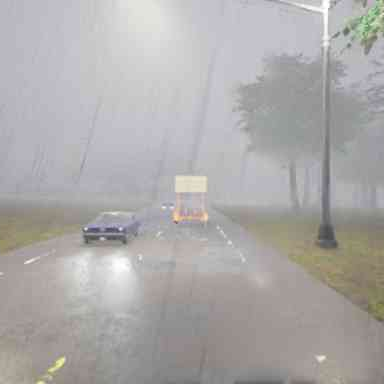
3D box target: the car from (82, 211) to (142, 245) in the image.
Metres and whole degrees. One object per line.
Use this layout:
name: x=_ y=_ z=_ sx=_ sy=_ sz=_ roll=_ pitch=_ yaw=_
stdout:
car: x=-3.637 y=1.612 z=15.766 sx=1.895 sy=1.301 sz=4.718 roll=0 pitch=0 yaw=0

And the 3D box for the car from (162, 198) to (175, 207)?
car: x=-3.973 y=1.807 z=57.242 sx=2.033 sy=1.411 sz=5.357 roll=0 pitch=0 yaw=0

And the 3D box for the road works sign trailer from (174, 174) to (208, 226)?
road works sign trailer: x=-0.073 y=0.499 z=23.729 sx=2.380 sy=3.560 sz=2.880 roll=0 pitch=0 yaw=0
